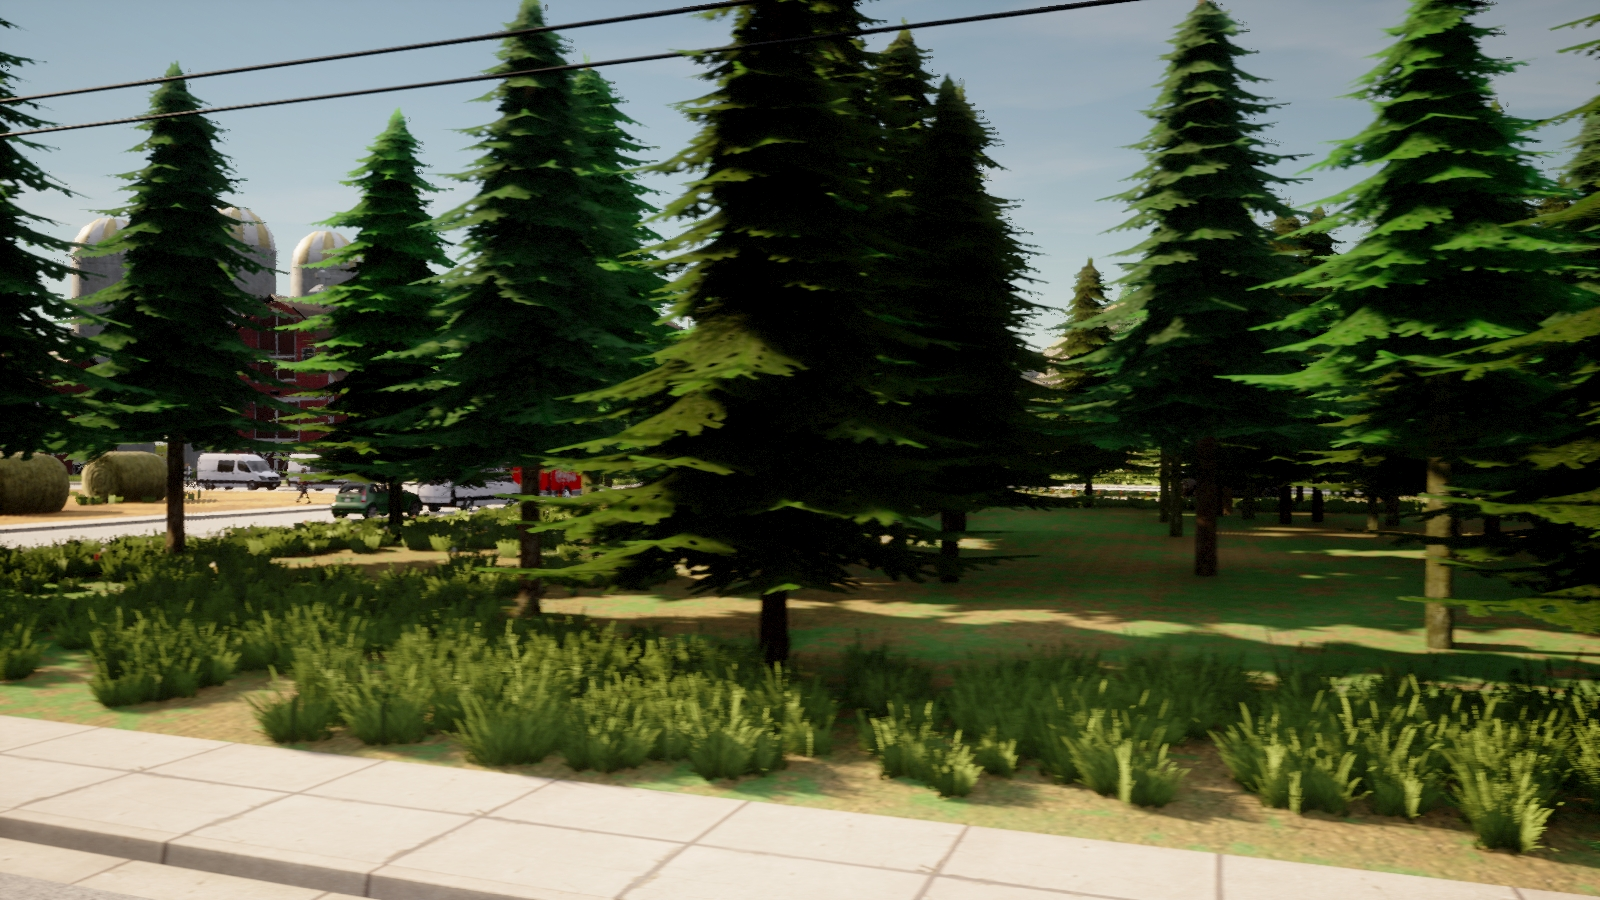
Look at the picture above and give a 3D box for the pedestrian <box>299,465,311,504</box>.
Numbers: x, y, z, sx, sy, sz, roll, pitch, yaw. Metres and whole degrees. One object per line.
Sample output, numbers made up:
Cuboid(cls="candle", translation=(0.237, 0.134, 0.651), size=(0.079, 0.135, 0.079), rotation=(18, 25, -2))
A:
Cuboid(cls="pedestrian", translation=(-24.055, 1.681, 55.531), size=(0.375, 1.860, 0.375), rotation=(0, 0, 26))
